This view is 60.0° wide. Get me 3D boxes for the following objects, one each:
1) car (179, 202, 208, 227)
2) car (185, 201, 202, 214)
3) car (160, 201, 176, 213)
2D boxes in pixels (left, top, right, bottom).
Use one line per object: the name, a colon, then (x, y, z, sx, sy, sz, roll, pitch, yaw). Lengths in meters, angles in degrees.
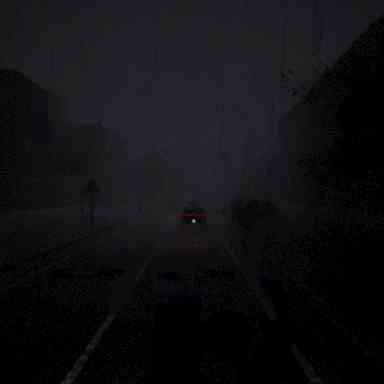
car: (0.123, 1.722, 24.770, 1.837, 1.490, 4.892, 0, 0, 0)
car: (0.145, 1.929, 41.758, 2.033, 1.411, 5.357, 0, -1, 0)
car: (-3.041, 1.888, 43.060, 2.128, 1.511, 4.902, 0, -1, 0)
